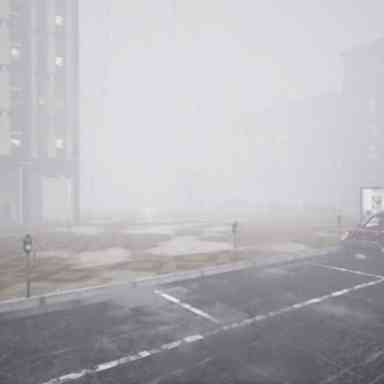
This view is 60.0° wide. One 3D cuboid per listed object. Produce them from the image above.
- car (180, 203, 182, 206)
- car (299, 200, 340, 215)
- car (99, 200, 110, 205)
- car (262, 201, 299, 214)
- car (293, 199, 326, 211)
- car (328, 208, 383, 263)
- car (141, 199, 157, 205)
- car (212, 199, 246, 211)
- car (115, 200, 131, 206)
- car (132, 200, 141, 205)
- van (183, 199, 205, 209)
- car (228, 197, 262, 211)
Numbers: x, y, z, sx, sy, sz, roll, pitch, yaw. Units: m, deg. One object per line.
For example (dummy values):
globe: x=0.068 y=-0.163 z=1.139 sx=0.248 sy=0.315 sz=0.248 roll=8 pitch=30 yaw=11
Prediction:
car: x=-1.062 y=2.538 z=74.286 sx=1.802 sy=1.307 sz=4.206 roll=-1 pitch=0 yaw=-36
car: x=14.909 y=1.980 z=37.720 sx=2.008 sy=1.369 sz=4.403 roll=-1 pitch=0 yaw=-36
car: x=-24.183 y=2.950 z=91.925 sx=1.887 sy=1.381 sz=4.507 roll=-1 pitch=0 yaw=-36
car: x=11.643 y=2.061 z=42.231 sx=2.008 sy=1.369 sz=4.403 roll=-1 pitch=0 yaw=-36
car: x=17.326 y=1.941 z=49.109 sx=1.967 sy=1.590 sz=4.097 roll=-1 pitch=0 yaw=-36
car: x=6.853 y=1.472 z=11.456 sx=4.097 sy=1.590 sz=1.967 roll=0 pitch=-1 yaw=-35
car: x=-10.865 y=2.641 z=87.818 sx=1.967 sy=1.590 sz=4.097 roll=-1 pitch=0 yaw=-36
car: x=5.563 y=2.206 z=50.705 sx=1.887 sy=1.381 sz=4.507 roll=-1 pitch=0 yaw=-36
car: x=-17.650 y=2.792 z=82.904 sx=2.008 sy=1.369 sz=4.403 roll=-1 pitch=0 yaw=-36
car: x=-14.128 y=2.849 z=92.329 sx=1.947 sy=1.339 sz=4.313 roll=-1 pitch=0 yaw=-36
van: x=0.642 y=2.126 z=57.590 sx=1.690 sy=1.788 sz=3.998 roll=-1 pitch=0 yaw=-36
car: x=7.751 y=1.870 z=52.277 sx=2.150 sy=2.045 sz=5.566 roll=0 pitch=-1 yaw=-36
